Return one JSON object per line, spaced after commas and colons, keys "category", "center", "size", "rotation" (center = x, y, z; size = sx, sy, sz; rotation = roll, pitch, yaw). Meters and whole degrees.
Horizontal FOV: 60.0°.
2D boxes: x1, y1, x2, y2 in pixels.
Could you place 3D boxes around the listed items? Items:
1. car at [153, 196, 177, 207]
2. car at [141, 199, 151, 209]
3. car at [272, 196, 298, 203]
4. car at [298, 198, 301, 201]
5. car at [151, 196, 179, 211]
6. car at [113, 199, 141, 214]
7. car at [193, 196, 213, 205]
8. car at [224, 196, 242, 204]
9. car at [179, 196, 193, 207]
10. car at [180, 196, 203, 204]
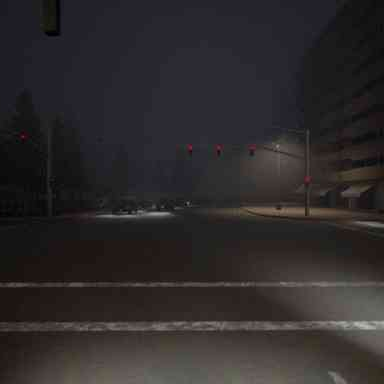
{"category": "car", "center": [-4.275, 1.487, 53.907], "size": [2.128, 1.511, 4.902], "rotation": [0, 0, 20]}
{"category": "car", "center": [-6.404, 1.597, 44.064], "size": [1.895, 1.301, 4.718], "rotation": [0, 0, 6]}
{"category": "car", "center": [18.512, 1.472, 67.484], "size": [5.008, 1.535, 1.882], "rotation": [0, 0, -33]}
{"category": "car", "center": [21.719, 1.519, 73.385], "size": [4.902, 1.511, 2.128], "rotation": [0, 0, -22]}
{"category": "car", "center": [-3.213, 1.488, 40.569], "size": [2.128, 1.511, 4.902], "rotation": [0, 0, 4]}
{"category": "car", "center": [-6.950, 1.523, 34.986], "size": [1.812, 1.442, 4.674], "rotation": [0, 0, 2]}
{"category": "car", "center": [1.996, 1.596, 59.525], "size": [1.895, 1.301, 4.718], "rotation": [0, 0, 31]}
{"category": "car", "center": [7.649, 1.486, 61.623], "size": [2.128, 1.511, 4.902], "rotation": [0, 0, 36]}
{"category": "car", "center": [-1.897, 1.543, 50.298], "size": [2.033, 1.411, 5.357], "rotation": [0, 0, 15]}
{"category": "car", "center": [-0.017, 1.486, 63.068], "size": [2.128, 1.511, 4.902], "rotation": [0, 0, 32]}
